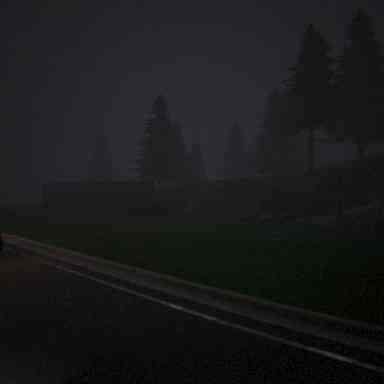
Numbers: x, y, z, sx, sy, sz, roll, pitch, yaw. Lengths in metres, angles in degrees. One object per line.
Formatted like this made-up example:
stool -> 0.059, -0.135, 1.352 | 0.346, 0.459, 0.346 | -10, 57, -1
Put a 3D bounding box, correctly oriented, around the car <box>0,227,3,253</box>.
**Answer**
car -> -8.730, 1.304, 12.220 | 4.553, 1.767, 2.097 | 0, 0, 43
